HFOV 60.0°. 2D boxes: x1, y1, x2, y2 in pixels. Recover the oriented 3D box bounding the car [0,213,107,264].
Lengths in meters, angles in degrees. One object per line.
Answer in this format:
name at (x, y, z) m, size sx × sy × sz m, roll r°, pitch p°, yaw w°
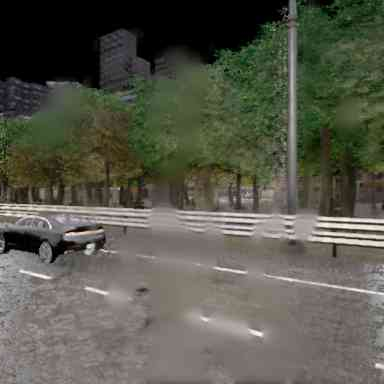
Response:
car at (-5.148, 1.494, 11.838) m, size 4.902 × 1.511 × 2.128 m, roll 0°, pitch 0°, yaw 35°
